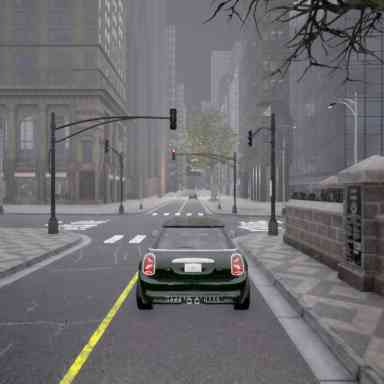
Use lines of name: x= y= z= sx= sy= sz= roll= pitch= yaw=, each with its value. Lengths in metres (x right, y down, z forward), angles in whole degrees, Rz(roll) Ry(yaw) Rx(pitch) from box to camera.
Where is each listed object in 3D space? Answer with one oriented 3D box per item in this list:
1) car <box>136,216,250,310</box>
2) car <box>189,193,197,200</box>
car: x=0.035 y=1.352 z=7.982 sx=2.097 sy=1.767 sz=4.553 roll=0 pitch=0 yaw=0
car: x=0.243 y=0.937 z=81.241 sx=2.097 sy=1.767 sz=4.553 roll=0 pitch=1 yaw=0
